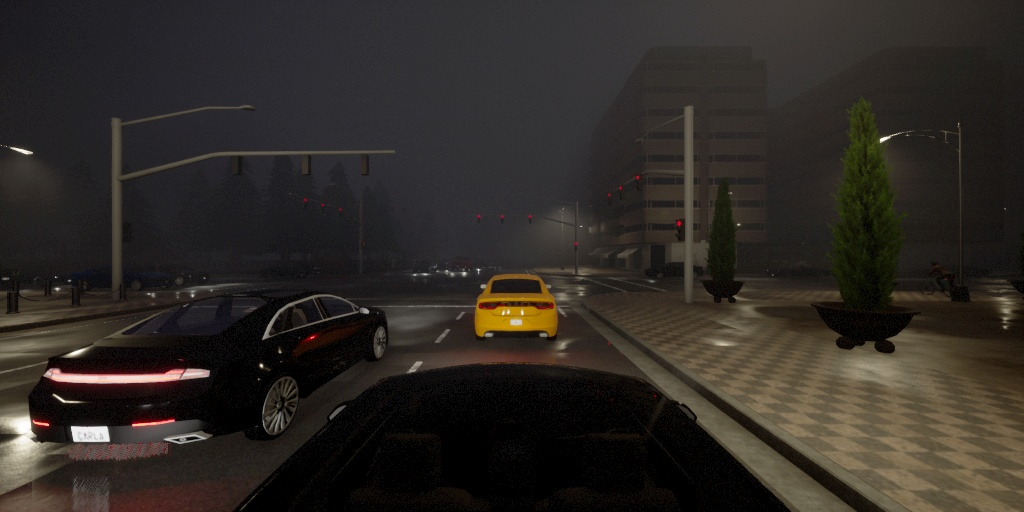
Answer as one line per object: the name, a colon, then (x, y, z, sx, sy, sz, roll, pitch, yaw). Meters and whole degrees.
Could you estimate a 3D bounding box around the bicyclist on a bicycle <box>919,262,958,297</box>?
bicyclist on a bicycle: (20.288, 1.106, 17.051, 0.582, 1.620, 1.656, 0, 0, 0)

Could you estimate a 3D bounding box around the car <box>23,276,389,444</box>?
car: (-3.423, 1.242, 5.354, 2.128, 1.511, 4.902, 0, 0, 1)

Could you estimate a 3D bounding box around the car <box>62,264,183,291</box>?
car: (-23.432, 1.283, 21.721, 5.008, 1.535, 1.882, 0, 0, 0)

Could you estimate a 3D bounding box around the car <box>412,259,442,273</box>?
car: (-10.410, 1.298, 43.300, 2.033, 1.411, 5.357, 0, 0, 2)

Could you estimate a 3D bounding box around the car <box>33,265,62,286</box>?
car: (-33.757, 1.353, 25.194, 5.357, 1.411, 2.033, 0, 0, 0)

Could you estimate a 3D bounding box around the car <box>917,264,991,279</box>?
car: (40.035, 1.406, 32.560, 4.718, 1.301, 1.895, 0, 0, 0)

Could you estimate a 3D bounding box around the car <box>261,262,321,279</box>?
car: (-19.956, 1.297, 32.430, 4.902, 1.511, 2.128, 0, 0, 0)

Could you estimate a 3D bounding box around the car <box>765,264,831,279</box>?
car: (25.854, 1.406, 32.548, 4.718, 1.301, 1.895, 0, 0, 0)

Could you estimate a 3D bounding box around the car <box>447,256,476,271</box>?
car: (-6.712, 0.972, 48.369, 2.150, 2.045, 5.566, 0, 0, 4)

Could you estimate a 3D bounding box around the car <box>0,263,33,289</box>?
car: (-33.367, 1.027, 21.697, 5.566, 2.045, 2.150, 0, 0, 0)

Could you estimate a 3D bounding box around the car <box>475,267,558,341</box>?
car: (0.107, 1.228, 9.936, 1.882, 1.535, 5.008, 0, 0, 0)

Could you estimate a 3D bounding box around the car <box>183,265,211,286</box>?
car: (-24.015, 1.310, 25.231, 4.892, 1.490, 1.837, 0, 0, 1)

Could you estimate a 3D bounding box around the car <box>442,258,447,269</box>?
car: (-9.751, 1.102, 52.906, 2.097, 1.767, 4.553, 0, 0, 7)

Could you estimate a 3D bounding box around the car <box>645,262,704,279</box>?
car: (14.649, 1.283, 32.520, 5.008, 1.535, 1.882, 0, 0, 0)

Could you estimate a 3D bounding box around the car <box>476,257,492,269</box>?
car: (-5.320, 1.255, 58.531, 1.837, 1.490, 4.892, 0, 0, 15)
